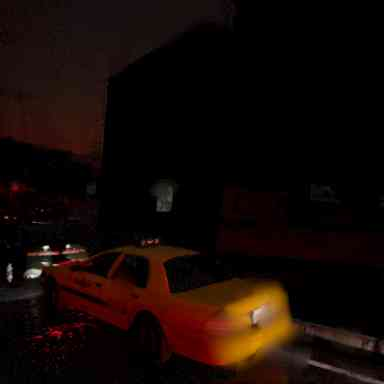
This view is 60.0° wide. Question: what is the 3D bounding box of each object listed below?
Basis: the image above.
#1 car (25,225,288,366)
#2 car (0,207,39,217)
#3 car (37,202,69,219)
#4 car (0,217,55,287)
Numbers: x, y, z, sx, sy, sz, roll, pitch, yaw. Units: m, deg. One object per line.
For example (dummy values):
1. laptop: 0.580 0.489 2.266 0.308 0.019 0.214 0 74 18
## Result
1. car: -0.994 1.609 6.114 5.366 1.575 1.801 -1 -2 42
2. car: -16.059 2.267 30.405 2.033 1.411 5.357 4 -3 -12
3. car: -17.416 2.365 41.599 2.150 2.045 5.566 4 -2 3
4. car: -4.811 1.719 10.067 1.837 1.490 4.892 3 -3 -41
